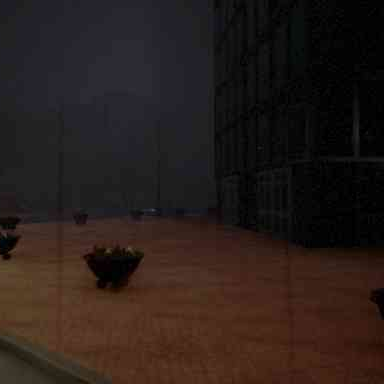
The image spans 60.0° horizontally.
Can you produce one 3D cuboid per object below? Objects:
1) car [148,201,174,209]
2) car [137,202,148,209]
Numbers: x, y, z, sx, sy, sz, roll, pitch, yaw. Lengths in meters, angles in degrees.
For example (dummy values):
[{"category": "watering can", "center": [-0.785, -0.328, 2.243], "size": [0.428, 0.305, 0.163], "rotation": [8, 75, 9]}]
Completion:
[{"category": "car", "center": [-5.381, 2.463, 61.391], "size": [1.837, 1.490, 4.892], "rotation": [-1, -2, 35]}, {"category": "car", "center": [-8.086, 2.532, 63.624], "size": [2.033, 1.411, 5.357], "rotation": [-1, -1, 35]}]
